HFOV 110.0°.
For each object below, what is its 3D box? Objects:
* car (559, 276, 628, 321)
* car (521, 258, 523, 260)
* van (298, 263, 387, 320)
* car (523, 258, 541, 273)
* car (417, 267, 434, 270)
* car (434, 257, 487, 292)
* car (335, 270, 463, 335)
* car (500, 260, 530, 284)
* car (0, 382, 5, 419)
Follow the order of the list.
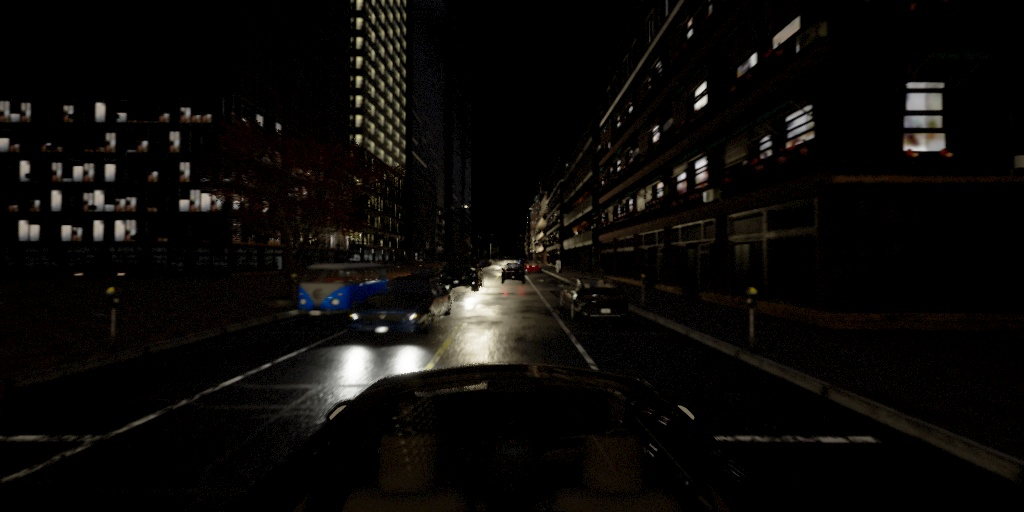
[{"bbox_3d":[2.690,1.350,12.481,2.007,1.370,4.403,0,0,0],"label":"car"},{"bbox_3d":[2.699,1.386,52.010,1.967,1.591,4.097,0,0,0],"label":"car"},{"bbox_3d":[-5.690,1.134,12.463,1.690,1.789,3.998,0,0,0],"label":"van"},{"bbox_3d":[2.698,1.367,46.364,1.967,1.591,4.097,0,0,0],"label":"car"},{"bbox_3d":[-5.688,1.421,23.757,1.802,1.307,4.207,0,0,0],"label":"car"},{"bbox_3d":[-3.007,1.059,22.222,2.150,2.045,5.566,0,-1,0],"label":"car"},{"bbox_3d":[-3.010,1.336,10.975,2.033,1.411,5.357,0,0,0],"label":"car"},{"bbox_3d":[0.095,1.355,28.691,2.128,1.511,4.902,0,0,0],"label":"car"},{"bbox_3d":[-5.693,1.057,1.170,2.192,1.841,5.009,0,0,0],"label":"car"}]
